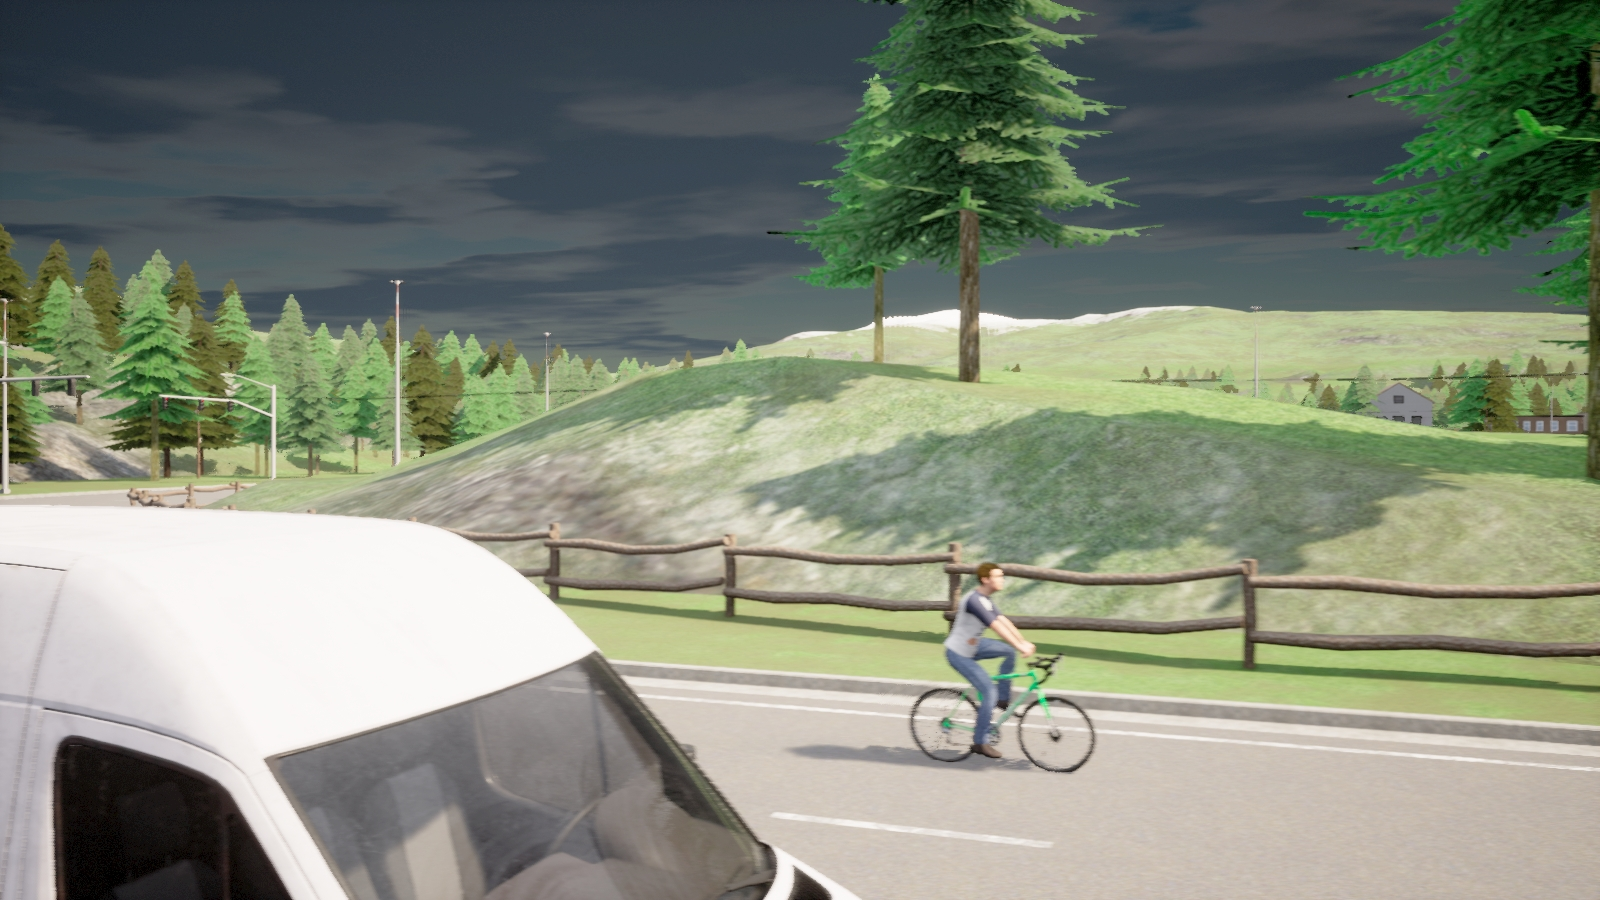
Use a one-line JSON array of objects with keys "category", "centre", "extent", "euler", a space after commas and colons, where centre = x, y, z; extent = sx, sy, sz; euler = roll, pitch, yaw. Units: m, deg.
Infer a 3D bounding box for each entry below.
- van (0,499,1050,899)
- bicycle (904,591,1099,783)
[{"category": "van", "centre": [-2.253, 1.531, 4.039], "extent": [5.915, 2.561, 1.988], "euler": [0, 0, 20]}, {"category": "bicycle", "centre": [1.768, 2.054, 10.083], "extent": [1.643, 1.496, 0.373], "euler": [0, 0, 20]}]
